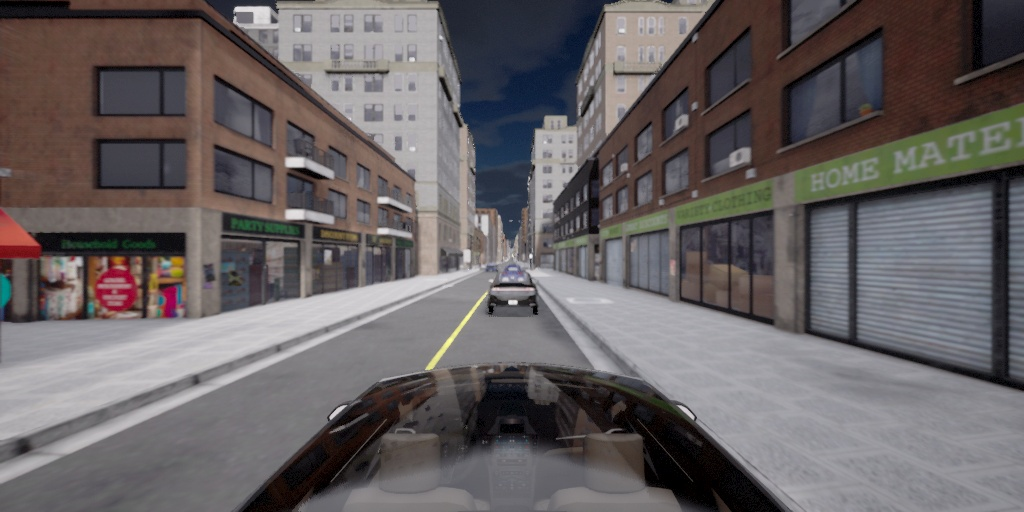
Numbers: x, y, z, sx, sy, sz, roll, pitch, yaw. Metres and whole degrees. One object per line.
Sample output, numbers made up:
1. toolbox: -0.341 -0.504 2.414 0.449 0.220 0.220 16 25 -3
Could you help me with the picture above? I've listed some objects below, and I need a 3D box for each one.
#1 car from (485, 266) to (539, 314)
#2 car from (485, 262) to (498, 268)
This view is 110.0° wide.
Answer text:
1. car: 0.050 1.338 14.278 2.128 1.511 4.902 0 0 0
2. car: -3.009 1.679 54.202 2.033 1.411 5.357 0 0 1
